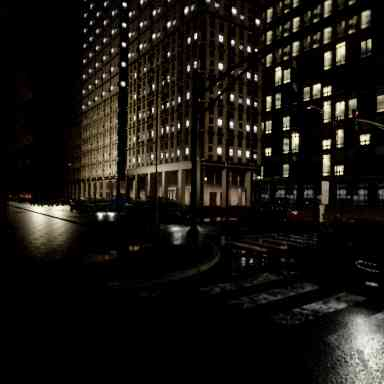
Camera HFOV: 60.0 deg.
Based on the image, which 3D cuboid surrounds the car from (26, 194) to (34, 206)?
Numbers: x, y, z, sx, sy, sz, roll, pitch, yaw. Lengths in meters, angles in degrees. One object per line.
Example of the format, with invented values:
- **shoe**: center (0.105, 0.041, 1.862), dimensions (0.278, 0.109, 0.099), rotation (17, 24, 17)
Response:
- **car**: center (-23.868, 1.432, 51.377), dimensions (1.802, 1.307, 4.206), rotation (1, -1, -35)

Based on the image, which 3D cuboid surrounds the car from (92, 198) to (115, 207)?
- **car**: center (-13.766, 1.586, 51.607), dimensions (1.947, 1.339, 4.313), rotation (1, -1, -35)

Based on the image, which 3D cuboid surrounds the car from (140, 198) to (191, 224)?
- **car**: center (-1.682, 1.421, 24.514), dimensions (1.882, 1.535, 5.008), rotation (1, -1, -35)

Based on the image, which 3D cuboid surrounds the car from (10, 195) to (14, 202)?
- **car**: center (-36.921, 1.396, 69.819), dimensions (1.947, 1.339, 4.313), rotation (1, -1, -35)

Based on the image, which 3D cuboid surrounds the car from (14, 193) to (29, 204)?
- **car**: center (-30.390, 1.154, 60.600), dimensions (2.192, 1.841, 5.009), rotation (1, -1, -35)

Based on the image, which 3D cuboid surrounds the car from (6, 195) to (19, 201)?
- **car**: center (-40.184, 1.377, 74.429), dimensions (2.008, 1.369, 4.403), rotation (1, -1, -35)

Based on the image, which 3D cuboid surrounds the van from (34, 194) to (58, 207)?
- **van**: center (-20.600, 1.197, 46.768), dimensions (1.690, 1.788, 3.998), rotation (1, -1, -35)

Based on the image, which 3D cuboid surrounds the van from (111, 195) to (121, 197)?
- **van**: center (-10.498, 1.368, 46.999), dimensions (1.690, 1.788, 3.998), rotation (1, -1, -35)

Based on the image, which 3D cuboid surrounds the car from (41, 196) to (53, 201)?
- **car**: center (-36.610, 1.570, 83.880), dimensions (1.802, 1.307, 4.206), rotation (1, -1, -35)

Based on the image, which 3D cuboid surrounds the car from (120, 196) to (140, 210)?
- **car**: center (-7.238, 1.584, 42.386), dimensions (2.008, 1.369, 4.403), rotation (1, -1, -35)

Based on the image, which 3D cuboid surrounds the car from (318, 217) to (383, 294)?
- **car**: center (4.691, 1.483, 8.873), dimensions (1.882, 1.535, 5.008), rotation (1, 0, 11)

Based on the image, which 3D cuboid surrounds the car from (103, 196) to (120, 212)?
- **car**: center (-10.283, 1.471, 36.679), dimensions (2.033, 1.411, 5.357), rotation (1, -1, -35)

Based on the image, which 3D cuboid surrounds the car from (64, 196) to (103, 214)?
- **car**: center (-10.814, 1.427, 32.935), dimensions (2.008, 1.369, 4.403), rotation (1, -1, -35)

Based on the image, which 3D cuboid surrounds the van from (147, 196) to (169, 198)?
- **van**: center (-3.971, 1.382, 37.778), dimensions (1.690, 1.788, 3.998), rotation (1, -1, -35)

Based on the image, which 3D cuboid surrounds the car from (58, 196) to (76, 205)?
- **car**: center (-22.141, 1.463, 58.951), dimensions (1.837, 1.490, 4.892), rotation (1, -1, -35)

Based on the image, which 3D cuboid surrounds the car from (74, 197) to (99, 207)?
- **car**: center (-16.013, 1.517, 50.296), dimensions (2.033, 1.411, 5.357), rotation (1, -1, -36)

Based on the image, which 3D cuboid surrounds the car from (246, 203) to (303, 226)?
- **car**: center (5.818, 1.505, 23.945), dimensions (1.967, 1.590, 4.097), rotation (1, -1, -35)

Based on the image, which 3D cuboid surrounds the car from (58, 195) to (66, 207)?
- **car**: center (-19.481, 1.288, 49.841), dimensions (2.097, 1.767, 4.553), rotation (1, -1, -35)
